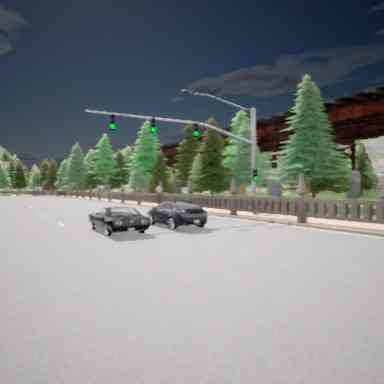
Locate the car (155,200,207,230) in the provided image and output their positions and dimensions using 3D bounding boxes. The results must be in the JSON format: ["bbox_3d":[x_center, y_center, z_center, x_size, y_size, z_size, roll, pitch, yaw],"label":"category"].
[{"bbox_3d":[-0.972,1.221,18.891,1.837,1.490,4.892,-1,1,-30],"label":"car"}]

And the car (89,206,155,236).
[{"bbox_3d":[-3.845,1.379,16.872,1.895,1.301,4.718,-1,1,-30],"label":"car"}]
